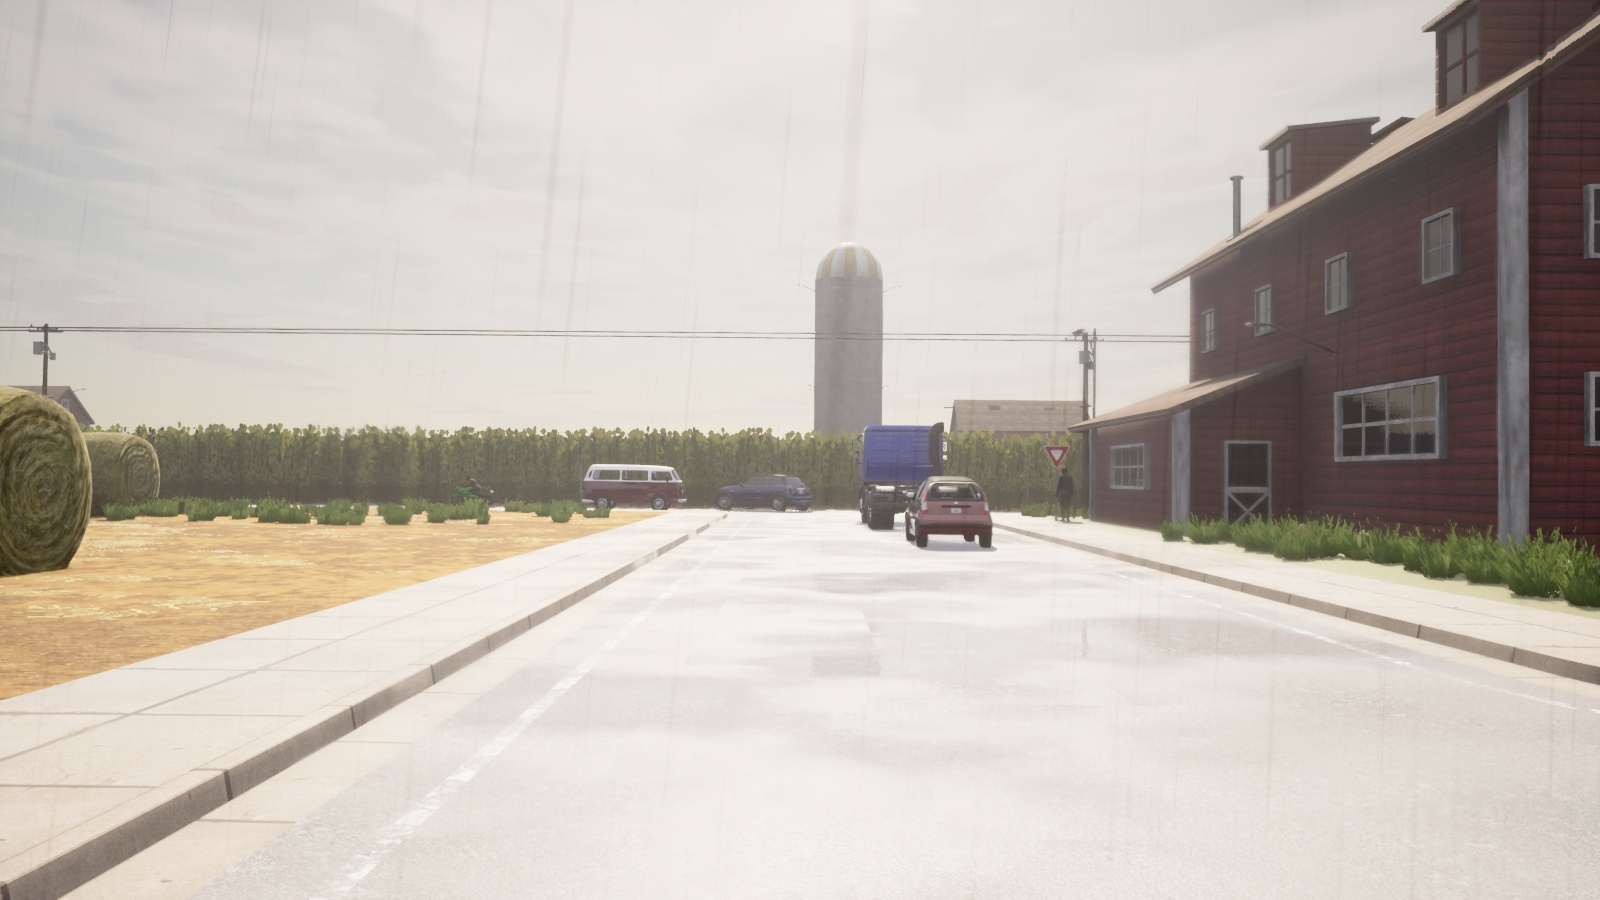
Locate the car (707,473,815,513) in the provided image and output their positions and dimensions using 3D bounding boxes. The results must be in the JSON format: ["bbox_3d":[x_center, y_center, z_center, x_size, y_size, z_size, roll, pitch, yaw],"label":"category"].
[{"bbox_3d":[-1.792,1.918,57.481,4.553,1.767,2.097,-1,-1,33],"label":"car"}]

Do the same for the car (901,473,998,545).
[{"bbox_3d":[3.507,1.364,30.075,1.851,1.617,3.988,0,-1,0],"label":"car"}]

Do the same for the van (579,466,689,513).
[{"bbox_3d":[-7.209,1.718,54.811,4.480,2.038,2.069,0,-1,1],"label":"van"}]

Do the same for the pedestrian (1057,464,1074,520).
[{"bbox_3d":[8.749,1.375,41.410,0.370,1.835,0.726,0,-1,-1],"label":"pedestrian"}]

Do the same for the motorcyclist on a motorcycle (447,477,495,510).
[{"bbox_3d":[-15.302,2.038,58.427,2.044,1.523,0.797,0,-1,1],"label":"motorcyclist on a motorcycle"}]

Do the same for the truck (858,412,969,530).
[{"bbox_3d":[3.507,0.709,40.789,2.891,3.462,7.936,0,-1,0],"label":"truck"}]
